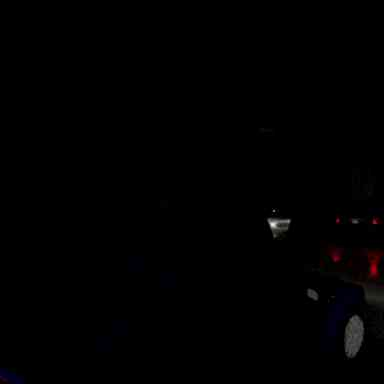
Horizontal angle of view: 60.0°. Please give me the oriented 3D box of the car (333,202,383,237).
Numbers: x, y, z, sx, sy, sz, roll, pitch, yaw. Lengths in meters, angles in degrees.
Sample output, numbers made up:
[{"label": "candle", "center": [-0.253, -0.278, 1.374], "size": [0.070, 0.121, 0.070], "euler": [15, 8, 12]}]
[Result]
[{"label": "car", "center": [8.713, 1.351, 16.303], "size": [2.097, 1.767, 4.553], "euler": [0, 0, 44]}]

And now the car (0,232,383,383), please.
[{"label": "car", "center": [0.267, 1.477, 4.076], "size": [5.008, 1.535, 1.882], "euler": [0, 0, -38]}]

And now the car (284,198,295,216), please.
[{"label": "car", "center": [10.201, 1.493, 28.932], "size": [2.128, 1.511, 4.902], "euler": [0, 0, 37]}]

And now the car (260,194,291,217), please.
[{"label": "car", "center": [7.893, 1.226, 31.634], "size": [2.150, 2.045, 5.566], "euler": [0, 0, 36]}]
